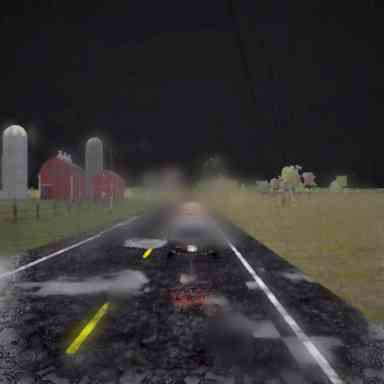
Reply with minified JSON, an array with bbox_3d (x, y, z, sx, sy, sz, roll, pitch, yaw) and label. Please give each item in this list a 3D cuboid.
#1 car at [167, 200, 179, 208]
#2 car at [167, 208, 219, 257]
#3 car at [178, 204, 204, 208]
[{"bbox_3d":[-3.463,2.140,61.497,1.994,1.385,4.181,0,-1,1],"label":"car"},{"bbox_3d":[0.032,1.642,13.498,1.837,1.490,4.892,0,0,0],"label":"car"},{"bbox_3d":[0.054,1.762,29.235,1.882,1.535,5.008,0,0,1],"label":"car"}]
